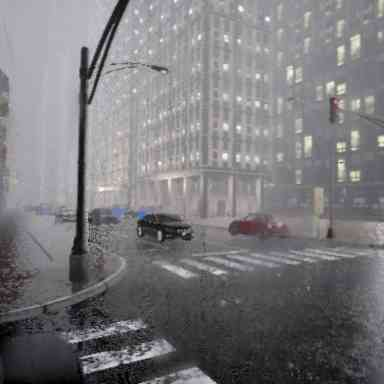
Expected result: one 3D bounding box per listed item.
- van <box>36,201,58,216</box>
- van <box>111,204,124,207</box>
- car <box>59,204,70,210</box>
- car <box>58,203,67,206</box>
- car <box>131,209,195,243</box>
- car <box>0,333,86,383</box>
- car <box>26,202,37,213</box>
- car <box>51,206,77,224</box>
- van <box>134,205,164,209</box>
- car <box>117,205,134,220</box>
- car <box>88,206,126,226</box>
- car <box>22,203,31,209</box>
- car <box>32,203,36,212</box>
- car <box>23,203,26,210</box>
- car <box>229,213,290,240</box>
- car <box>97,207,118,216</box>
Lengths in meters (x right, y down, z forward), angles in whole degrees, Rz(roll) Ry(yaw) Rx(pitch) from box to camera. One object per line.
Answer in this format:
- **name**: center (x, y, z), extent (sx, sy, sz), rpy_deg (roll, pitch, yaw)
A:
- **van**: center (-20.043, 2.425, 46.001), extent (1.690, 1.788, 3.998), rpy_deg (2, -2, -30)
- **van**: center (-9.964, 2.552, 45.258), extent (1.690, 1.788, 3.998), rpy_deg (2, -2, -30)
- **car**: center (-32.419, 3.810, 84.453), extent (1.802, 1.307, 4.206), rpy_deg (2, -2, -30)
- **car**: center (-18.470, 2.727, 48.645), extent (1.812, 1.442, 4.674), rpy_deg (2, -2, -30)
- **car**: center (-1.609, 1.947, 19.006), extent (1.837, 1.490, 4.892), rpy_deg (2, -2, -30)
- **car**: center (-2.908, 1.523, 1.179), extent (5.008, 1.535, 1.882), rpy_deg (1, -2, -30)
- **car**: center (-28.461, 2.779, 60.703), extent (2.192, 1.841, 5.009), rpy_deg (2, -2, -30)
- **car**: center (-11.628, 2.259, 31.292), extent (2.008, 1.369, 4.403), rpy_deg (2, -2, -30)
- **van**: center (-4.352, 2.302, 35.456), extent (1.690, 1.788, 3.998), rpy_deg (2, -2, -30)
- **car**: center (-7.161, 2.637, 40.350), extent (2.008, 1.369, 4.403), rpy_deg (2, -2, -30)
- **car**: center (-8.135, 2.278, 30.403), extent (2.033, 1.411, 5.357), rpy_deg (2, -2, -30)
- **car**: center (-42.411, 3.626, 85.051), extent (1.752, 1.417, 4.829), rpy_deg (2, -2, -30)
- **car**: center (-22.853, 2.792, 50.893), extent (1.802, 1.307, 4.206), rpy_deg (2, -2, -30)
- **car**: center (-34.077, 3.284, 70.496), extent (1.947, 1.339, 4.313), rpy_deg (2, -2, -30)
- **car**: center (4.066, 2.030, 20.751), extent (1.967, 1.590, 4.097), rpy_deg (2, -2, -30)
- **car**: center (-12.775, 2.903, 50.150), extent (1.947, 1.339, 4.313), rpy_deg (2, -2, -30)
